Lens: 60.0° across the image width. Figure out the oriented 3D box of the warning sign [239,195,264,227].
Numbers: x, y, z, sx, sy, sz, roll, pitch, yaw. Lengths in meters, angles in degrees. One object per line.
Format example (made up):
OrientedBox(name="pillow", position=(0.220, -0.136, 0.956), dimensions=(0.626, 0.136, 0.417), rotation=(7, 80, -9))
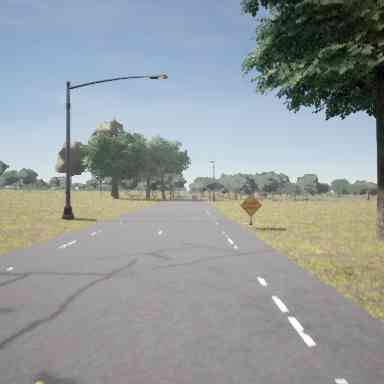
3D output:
OrientedBox(name="warning sign", position=(3.548, 1.101, 19.984), dimensions=(1.300, 1.860, 1.060), rotation=(0, 0, 0))
